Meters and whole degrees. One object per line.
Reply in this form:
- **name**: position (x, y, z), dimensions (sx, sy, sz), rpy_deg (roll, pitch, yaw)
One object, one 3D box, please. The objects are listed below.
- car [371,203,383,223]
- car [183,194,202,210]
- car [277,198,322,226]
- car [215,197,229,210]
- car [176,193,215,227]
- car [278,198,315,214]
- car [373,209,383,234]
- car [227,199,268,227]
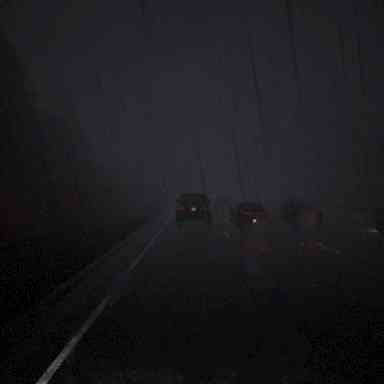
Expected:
- **car**: position (14.098, 1.479, 22.052), dimensions (1.895, 1.301, 4.718), rpy_deg (0, 0, 0)
- **car**: position (0.097, 1.136, 39.247), dimensions (2.097, 1.767, 4.553), rpy_deg (0, 0, 0)
- **car**: position (7.099, 1.381, 22.288), dimensions (1.837, 1.490, 4.892), rpy_deg (0, 0, 0)
- **car**: position (3.598, 1.275, 39.422), dimensions (2.128, 1.511, 4.902), rpy_deg (0, 0, 0)
- **car**: position (0.099, 1.100, 22.088), dimensions (2.150, 2.045, 5.566), rpy_deg (0, 0, 0)
- **car**: position (10.597, 1.360, 34.185), dimensions (2.033, 1.411, 5.357), rpy_deg (0, 0, 0)
- **car**: position (10.600, 1.477, 15.714), dimensions (1.994, 1.385, 4.181), rpy_deg (0, 0, 0)
- **car**: position (3.599, 1.387, 21.474), dimensions (1.837, 1.490, 4.892), rpy_deg (0, 0, 0)
